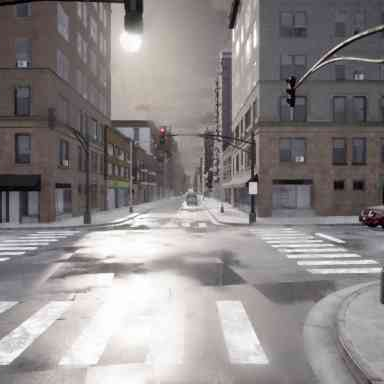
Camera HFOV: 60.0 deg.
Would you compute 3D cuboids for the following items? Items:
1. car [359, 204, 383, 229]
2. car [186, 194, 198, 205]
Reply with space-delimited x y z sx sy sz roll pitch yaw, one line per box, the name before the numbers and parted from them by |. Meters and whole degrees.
car | 12.053 1.123 18.445 5.009 1.841 2.192 -1 1 0
car | -0.017 1.591 58.657 2.033 1.411 5.357 0 0 0
